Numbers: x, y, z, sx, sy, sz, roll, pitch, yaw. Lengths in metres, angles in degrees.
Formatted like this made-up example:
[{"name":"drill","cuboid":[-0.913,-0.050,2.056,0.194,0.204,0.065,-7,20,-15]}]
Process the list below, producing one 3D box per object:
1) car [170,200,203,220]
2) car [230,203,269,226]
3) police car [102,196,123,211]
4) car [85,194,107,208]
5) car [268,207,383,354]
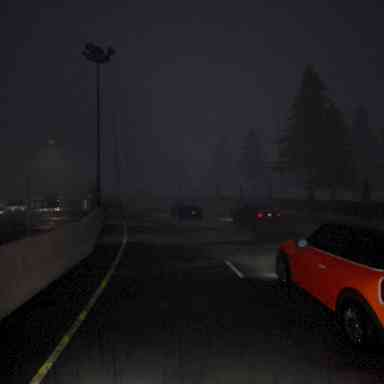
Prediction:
[{"name":"car","cuboid":[-0.516,1.411,27.649,1.882,1.535,5.008,0,0,-15]},{"name":"car","cuboid":[4.291,1.479,23.145,2.033,1.411,5.357,0,0,-13]},{"name":"police car","cuboid":[-9.653,1.354,39.862,1.930,1.638,5.238,0,0,-24]},{"name":"car","cuboid":[-14.090,1.270,48.740,2.097,1.767,4.553,0,0,-29]},{"name":"car","cuboid":[3.190,1.328,6.307,2.097,1.767,4.553,0,0,-3]}]
